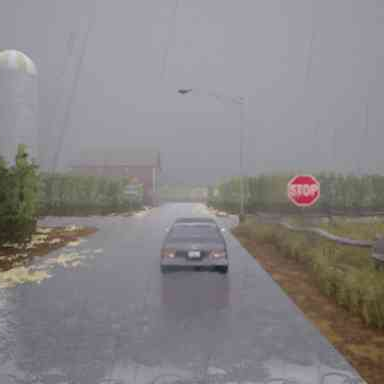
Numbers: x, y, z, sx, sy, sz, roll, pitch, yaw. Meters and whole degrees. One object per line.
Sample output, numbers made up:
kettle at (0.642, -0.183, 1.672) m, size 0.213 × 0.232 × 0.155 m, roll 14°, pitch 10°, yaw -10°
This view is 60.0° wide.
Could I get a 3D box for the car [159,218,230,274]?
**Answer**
car at (0.100, 1.513, 10.382) m, size 2.033 × 1.411 × 5.357 m, roll 0°, pitch 0°, yaw 1°
